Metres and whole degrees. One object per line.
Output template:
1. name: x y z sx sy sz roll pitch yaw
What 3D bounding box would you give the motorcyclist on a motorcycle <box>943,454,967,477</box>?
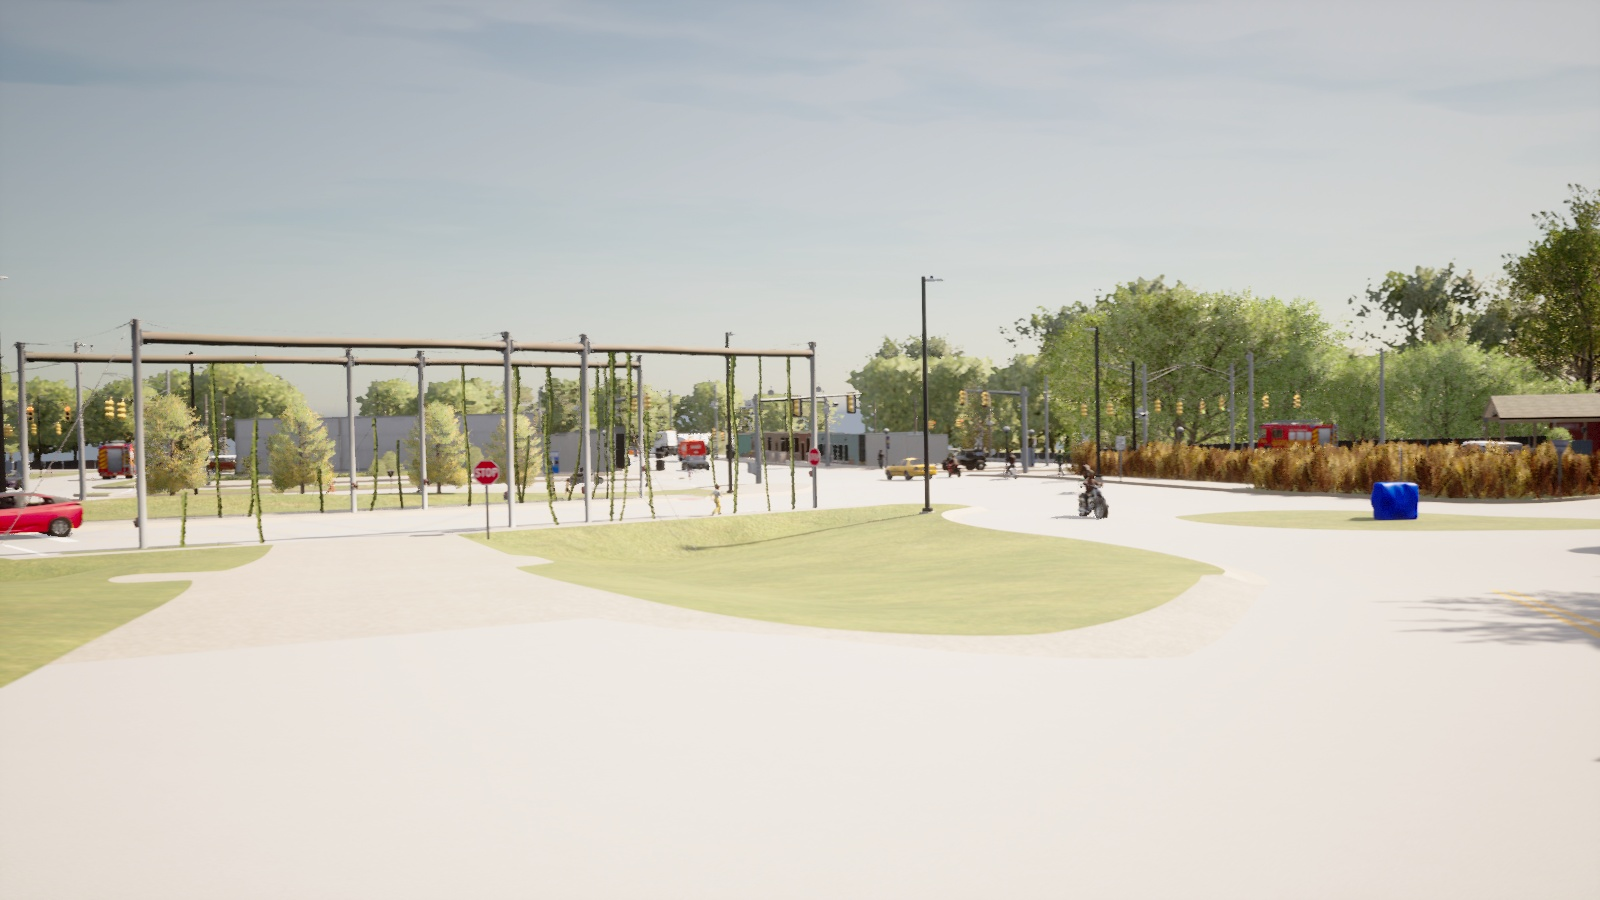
1. motorcyclist on a motorcycle: 10.565 1.084 85.695 0.797 1.523 2.044 -2 0 -18

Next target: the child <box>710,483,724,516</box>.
1. child: -3.269 1.939 49.405 0.437 1.263 0.270 -3 3 -44

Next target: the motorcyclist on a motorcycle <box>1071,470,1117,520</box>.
1. motorcyclist on a motorcycle: 10.150 1.527 43.479 0.766 1.649 2.350 0 0 -8

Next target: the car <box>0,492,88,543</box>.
1. car: -26.624 2.277 41.983 4.514 1.525 2.007 -1 1 -44

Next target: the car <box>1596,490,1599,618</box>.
1. car: 9.277 1.075 11.995 2.163 1.488 4.792 -1 -3 25

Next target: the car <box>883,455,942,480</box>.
1. car: 7.434 1.158 83.532 1.801 1.575 5.366 -2 0 -20
